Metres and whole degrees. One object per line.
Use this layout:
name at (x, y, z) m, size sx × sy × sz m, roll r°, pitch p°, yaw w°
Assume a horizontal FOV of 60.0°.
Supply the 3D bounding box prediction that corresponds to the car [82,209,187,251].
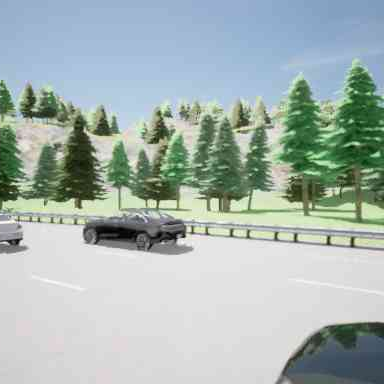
car at (-2.514, 1.472, 13.937) m, size 4.902 × 1.511 × 2.128 m, roll 0°, pitch 0°, yaw 33°

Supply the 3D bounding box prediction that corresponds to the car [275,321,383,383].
car at (2.603, 1.557, 2.045) m, size 4.181 × 1.385 × 1.994 m, roll 0°, pitch 0°, yaw 35°

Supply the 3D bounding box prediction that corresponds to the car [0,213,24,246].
car at (-8.905, 1.515, 13.789) m, size 4.674 × 1.442 × 1.812 m, roll 0°, pitch 0°, yaw 31°
